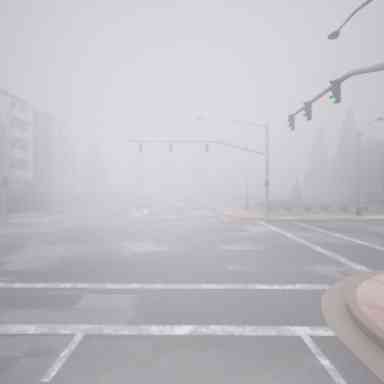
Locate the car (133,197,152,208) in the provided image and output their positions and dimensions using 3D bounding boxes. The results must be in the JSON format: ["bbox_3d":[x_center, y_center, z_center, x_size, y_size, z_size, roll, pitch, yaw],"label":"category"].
[{"bbox_3d":[-6.819,1.436,46.167,1.837,1.490,4.892,0,0,4],"label":"car"}]

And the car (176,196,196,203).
[{"bbox_3d":[-1.144,1.451,66.191,2.033,1.411,5.357,0,0,28],"label":"car"}]
